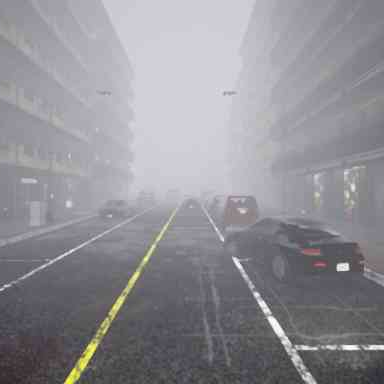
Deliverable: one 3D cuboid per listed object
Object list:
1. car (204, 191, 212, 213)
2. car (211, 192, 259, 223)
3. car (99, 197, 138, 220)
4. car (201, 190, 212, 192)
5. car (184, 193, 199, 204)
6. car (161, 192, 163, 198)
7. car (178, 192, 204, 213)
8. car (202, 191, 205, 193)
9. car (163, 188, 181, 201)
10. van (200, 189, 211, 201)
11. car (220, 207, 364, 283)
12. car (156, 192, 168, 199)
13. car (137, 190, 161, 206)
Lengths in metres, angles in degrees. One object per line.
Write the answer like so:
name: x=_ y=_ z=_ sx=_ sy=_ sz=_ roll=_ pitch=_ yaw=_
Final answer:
car: x=2.410 y=0.973 z=29.614 sx=1.967 sy=1.590 sz=4.097 roll=1 pitch=1 yaw=0
car: x=2.466 y=1.016 z=18.550 sx=2.192 sy=1.841 sz=5.009 roll=1 pitch=1 yaw=0
car: x=-5.413 y=1.180 z=24.107 sx=1.947 sy=1.339 sz=4.313 roll=1 pitch=1 yaw=0
car: x=2.305 y=0.535 z=51.735 sx=2.192 sy=1.841 sz=5.009 roll=1 pitch=1 yaw=0
car: x=-0.130 y=0.862 z=45.981 sx=1.994 sy=1.385 sz=4.181 roll=0 pitch=1 yaw=0
car: x=-5.520 y=0.838 z=46.225 sx=1.887 sy=1.381 sz=4.507 roll=1 pitch=1 yaw=0
car: x=-0.054 y=1.050 z=30.185 sx=1.812 sy=1.442 sz=4.674 roll=0 pitch=1 yaw=0
car: x=2.353 y=0.954 z=40.677 sx=1.802 sy=1.307 sz=4.206 roll=1 pitch=1 yaw=0
car: x=-3.030 y=0.419 z=53.568 sx=2.150 sy=2.045 sz=5.566 roll=0 pitch=0 yaw=0
van: x=2.277 y=0.487 z=57.267 sx=1.690 sy=1.788 sz=3.998 roll=1 pitch=1 yaw=0
car: x=2.541 y=1.375 z=9.209 sx=1.812 sy=1.442 sz=4.674 roll=0 pitch=1 yaw=-16
car: x=-5.601 y=0.655 z=62.817 sx=1.802 sy=1.307 sz=4.206 roll=1 pitch=1 yaw=0
car: x=-5.487 y=0.685 z=40.691 sx=2.192 sy=1.841 sz=5.009 roll=1 pitch=1 yaw=0
